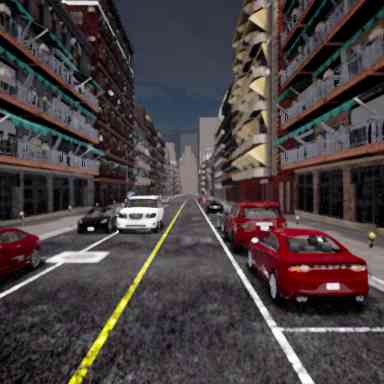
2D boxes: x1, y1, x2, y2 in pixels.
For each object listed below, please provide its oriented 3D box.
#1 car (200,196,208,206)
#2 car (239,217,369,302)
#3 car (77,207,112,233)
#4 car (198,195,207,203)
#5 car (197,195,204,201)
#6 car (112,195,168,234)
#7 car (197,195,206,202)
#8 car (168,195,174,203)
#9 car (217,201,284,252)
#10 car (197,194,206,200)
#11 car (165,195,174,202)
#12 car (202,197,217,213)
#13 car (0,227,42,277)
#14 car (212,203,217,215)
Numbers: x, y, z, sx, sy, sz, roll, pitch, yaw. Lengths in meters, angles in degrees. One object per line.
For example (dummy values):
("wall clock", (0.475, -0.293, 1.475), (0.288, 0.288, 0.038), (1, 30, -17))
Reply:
("car", (2.407, 1.576, 42.139), (1.887, 1.381, 4.507), (-1, 0, 0))
("car", (2.504, 1.547, 8.154), (1.887, 1.381, 4.507), (-1, 0, 0))
("car", (-5.376, 1.583, 19.812), (1.947, 1.339, 4.313), (-1, 0, 0))
("car", (2.375, 1.594, 53.468), (2.008, 1.369, 4.403), (-1, 0, 0))
("car", (2.296, 1.639, 93.118), (1.887, 1.381, 4.507), (-1, 0, 0))
("car", (-2.878, 1.236, 19.793), (2.150, 2.045, 5.566), (0, 0, 0))
("car", (2.331, 1.518, 81.790), (1.967, 1.590, 4.097), (-1, 0, 0))
("car", (-5.522, 1.510, 70.673), (1.967, 1.590, 4.097), (-1, 0, 0))
("car", (2.484, 1.321, 13.818), (2.192, 1.841, 5.009), (-1, 0, 0))
("car", (2.346, 1.378, 70.461), (2.192, 1.841, 5.009), (-1, 0, 0))
("car", (-5.554, 1.525, 81.976), (1.967, 1.590, 4.097), (-1, 0, 0))
("car", (2.424, 1.591, 36.475), (1.947, 1.339, 4.313), (-1, 0, 0))
("car", (-5.344, 1.591, 8.510), (1.802, 1.307, 4.206), (-1, 0, 0))
("car", (2.472, 1.561, 19.482), (2.008, 1.369, 4.403), (-1, 0, 0))
